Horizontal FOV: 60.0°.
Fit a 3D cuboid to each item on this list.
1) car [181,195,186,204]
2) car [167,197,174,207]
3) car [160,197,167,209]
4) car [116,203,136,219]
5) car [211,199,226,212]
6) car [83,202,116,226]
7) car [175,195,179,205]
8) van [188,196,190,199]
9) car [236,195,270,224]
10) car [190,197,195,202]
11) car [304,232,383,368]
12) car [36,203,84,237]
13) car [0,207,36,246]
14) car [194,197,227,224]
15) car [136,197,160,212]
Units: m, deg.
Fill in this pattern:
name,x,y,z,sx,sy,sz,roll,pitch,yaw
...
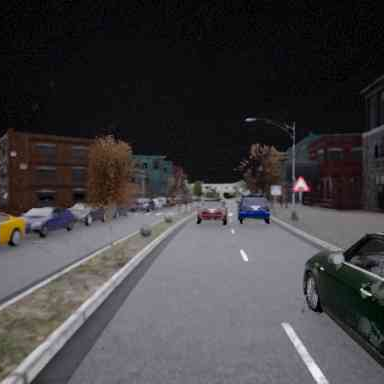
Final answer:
name,x,y,z,sx,sy,sz,roll,pitch,yaw
car,-2.842,1.781,67.400,2.231,1.521,4.892,0,-1,6
car,-4.573,1.518,50.956,2.185,1.767,4.553,0,0,6
car,-5.168,1.645,45.309,2.002,1.452,4.674,0,0,6
car,-6.889,1.498,28.966,2.231,1.521,4.892,0,0,6
car,3.441,1.630,42.766,1.837,1.490,4.892,0,0,6
car,-7.459,1.474,23.475,2.231,1.521,4.892,0,0,6
car,-3.994,1.560,56.446,2.185,1.767,4.553,0,0,6
van,-2.275,1.607,72.770,1.878,1.987,4.442,0,-1,6
car,4.588,1.208,25.311,2.150,2.045,5.566,1,1,6
car,-1.109,1.708,83.839,2.435,2.045,5.566,0,-1,6
car,3.236,1.355,4.789,2.097,1.767,4.553,0,0,1
car,-7.928,1.509,17.947,2.002,1.452,4.674,0,0,5
car,-8.279,1.468,12.410,2.097,1.535,5.008,0,0,4
car,1.578,1.355,25.052,2.097,1.767,4.553,1,0,5
car,-5.743,1.442,39.847,2.185,1.767,4.553,0,0,6
